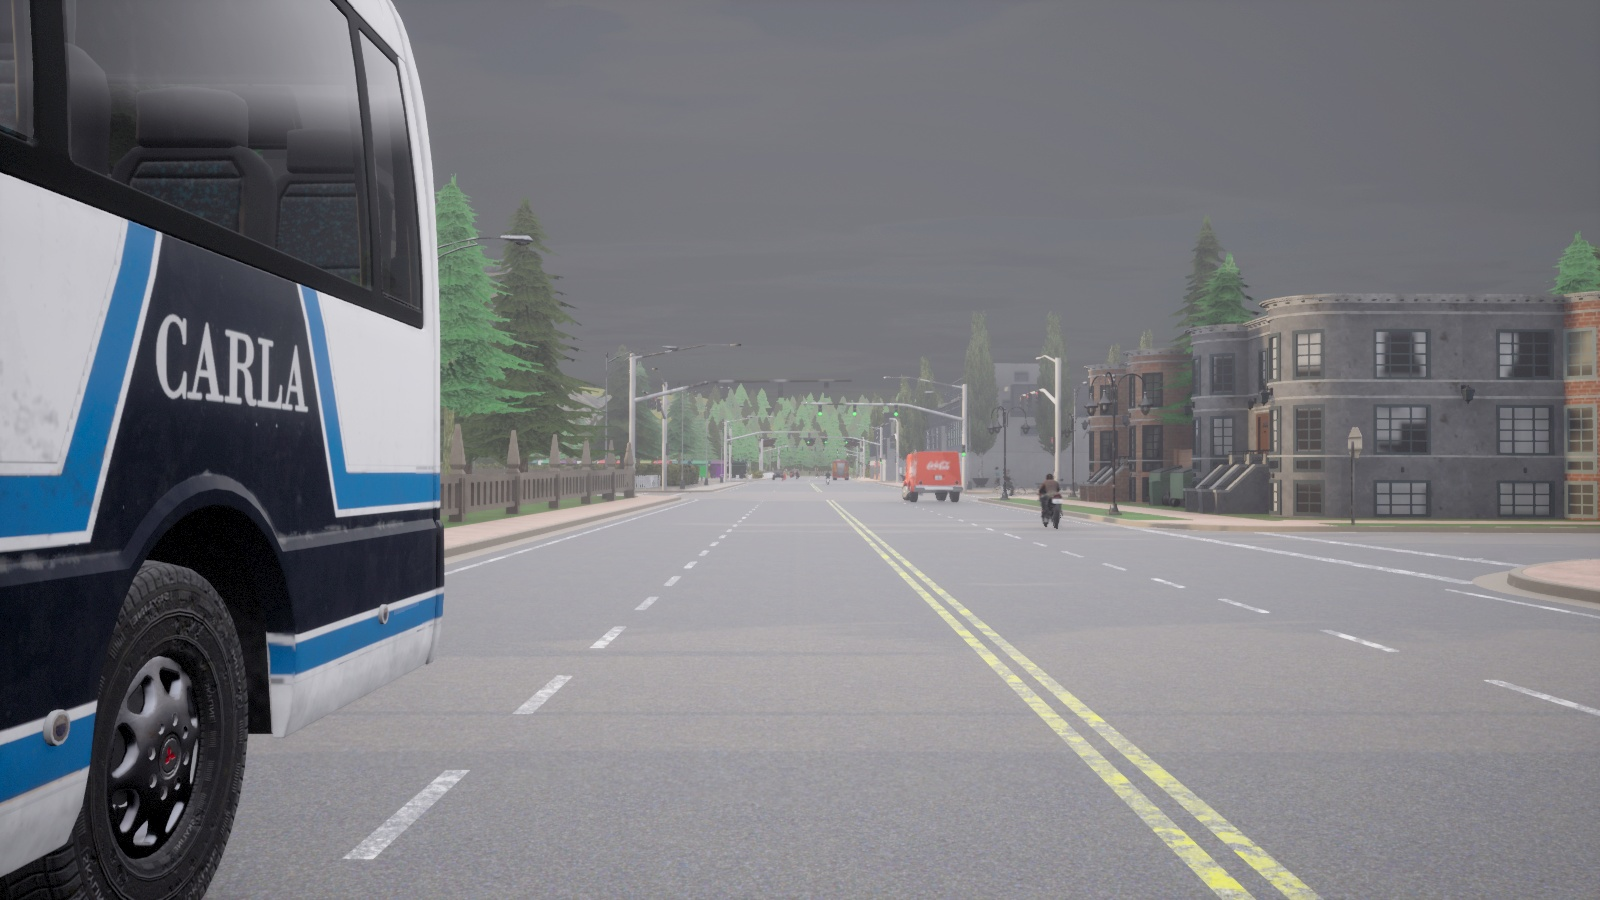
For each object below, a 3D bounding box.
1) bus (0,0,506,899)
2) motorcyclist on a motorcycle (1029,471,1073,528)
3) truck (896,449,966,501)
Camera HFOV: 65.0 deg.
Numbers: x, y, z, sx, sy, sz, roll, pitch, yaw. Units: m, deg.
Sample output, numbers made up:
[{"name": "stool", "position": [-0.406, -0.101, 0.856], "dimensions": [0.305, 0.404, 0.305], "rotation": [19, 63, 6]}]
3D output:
[{"name": "bus", "position": [-3.508, -0.523, 1.472], "dimensions": [3.944, 4.253, 10.273], "rotation": [0, -1, 0]}, {"name": "motorcyclist on a motorcycle", "position": [6.921, 1.351, 34.731], "dimensions": [0.797, 1.523, 2.044], "rotation": [0, -1, 0]}, {"name": "truck", "position": [6.736, 1.357, 65.128], "dimensions": [2.627, 2.467, 5.204], "rotation": [-1, -3, -5]}]
